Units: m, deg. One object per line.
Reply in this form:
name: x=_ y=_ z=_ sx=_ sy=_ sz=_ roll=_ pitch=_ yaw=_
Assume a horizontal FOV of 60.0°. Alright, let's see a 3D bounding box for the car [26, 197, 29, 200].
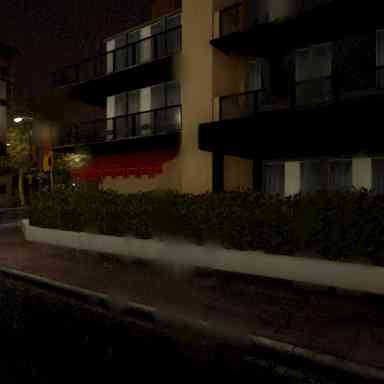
car: x=-36.115 y=1.481 z=67.977 sx=4.892 sy=1.521 sz=2.231 roll=0 pitch=0 yaw=36
